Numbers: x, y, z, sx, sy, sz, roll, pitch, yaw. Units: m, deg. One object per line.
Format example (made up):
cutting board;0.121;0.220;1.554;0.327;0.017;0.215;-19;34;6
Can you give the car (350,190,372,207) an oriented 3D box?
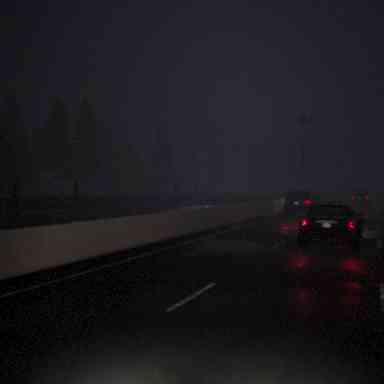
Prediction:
car;20.600;0.742;40.664;2.150;2.045;5.566;0;1;29

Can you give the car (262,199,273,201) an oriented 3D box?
car;8.905;1.025;41.494;1.882;1.535;5.008;0;0;29

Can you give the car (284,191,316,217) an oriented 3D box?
car;8.910;0.918;26.615;2.150;2.045;5.566;0;0;29

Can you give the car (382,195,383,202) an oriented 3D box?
car;25.158;1.001;41.700;1.837;1.490;4.892;0;1;29

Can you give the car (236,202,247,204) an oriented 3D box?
car;6.484;1.090;44.340;1.994;1.385;4.181;0;1;29

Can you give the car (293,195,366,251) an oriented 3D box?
car;5.827;1.192;13.708;2.097;1.767;4.553;0;1;29

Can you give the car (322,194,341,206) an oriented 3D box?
car;18.763;1.049;44.597;1.994;1.385;4.181;0;1;29
